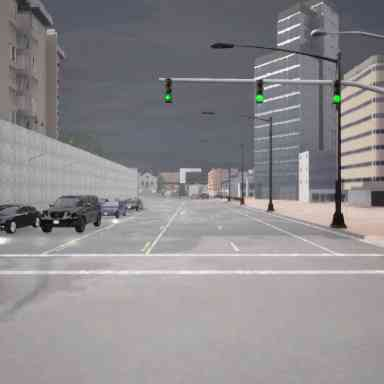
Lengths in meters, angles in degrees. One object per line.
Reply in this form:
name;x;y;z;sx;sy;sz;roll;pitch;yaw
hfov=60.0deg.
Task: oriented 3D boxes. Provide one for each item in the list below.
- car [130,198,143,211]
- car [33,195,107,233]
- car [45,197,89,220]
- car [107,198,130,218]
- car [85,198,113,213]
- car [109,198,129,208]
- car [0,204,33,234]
car;-7.122;1.491;40.156;2.128;1.511;4.902;0;0;0
car;-7.112;1.221;20.173;2.150;2.045;5.566;0;0;0
car;-10.622;1.352;28.608;2.097;1.767;4.553;0;0;0
car;-7.122;1.526;29.814;1.812;1.442;4.674;0;0;0
car;-10.624;1.505;38.426;1.837;1.490;4.892;0;0;0
car;-10.594;1.601;48.486;1.895;1.301;4.718;0;0;0
car;-10.616;1.505;19.540;1.837;1.490;4.892;0;0;0
